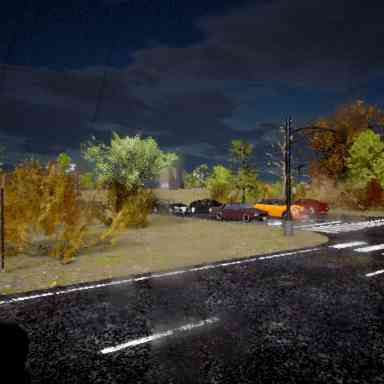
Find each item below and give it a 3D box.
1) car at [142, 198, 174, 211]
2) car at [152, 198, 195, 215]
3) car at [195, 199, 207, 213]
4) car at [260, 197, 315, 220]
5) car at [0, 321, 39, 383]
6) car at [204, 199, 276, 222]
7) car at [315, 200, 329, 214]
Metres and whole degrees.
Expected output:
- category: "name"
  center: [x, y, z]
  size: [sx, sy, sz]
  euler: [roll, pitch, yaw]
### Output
- category: "car"
  center: [-4.419, 1.499, 42.306]
  size: [1.812, 1.442, 4.674]
  euler: [0, 0, -38]
- category: "car"
  center: [-2.293, 1.493, 34.341]
  size: [2.128, 1.511, 4.902]
  euler: [0, 0, -38]
- category: "car"
  center: [1.691, 1.488, 34.529]
  size: [1.837, 1.490, 4.892]
  euler: [0, 0, -38]
- category: "car"
  center: [7.277, 1.345, 27.418]
  size: [2.097, 1.767, 4.553]
  euler: [0, 0, -38]
- category: "car"
  center: [-3.284, 1.507, 1.336]
  size: [4.892, 1.490, 1.837]
  euler: [1, 0, -36]
- category: "car"
  center: [3.723, 1.560, 26.683]
  size: [2.033, 1.411, 5.357]
  euler: [0, 0, -38]
- category: "car"
  center: [11.197, 1.424, 33.464]
  size: [1.882, 1.535, 5.008]
  euler: [-1, 0, -40]
